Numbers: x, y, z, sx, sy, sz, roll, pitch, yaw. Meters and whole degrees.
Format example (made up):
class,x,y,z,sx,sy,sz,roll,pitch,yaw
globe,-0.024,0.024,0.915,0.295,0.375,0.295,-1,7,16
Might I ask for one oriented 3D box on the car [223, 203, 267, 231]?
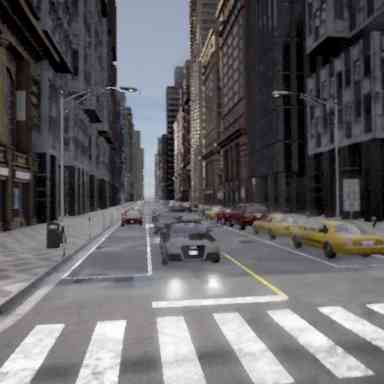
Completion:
class,x,y,z,sx,sy,sz,roll,pitch,yaw
car,4.099,1.753,24.413,2.192,1.841,5.009,-1,-1,-8

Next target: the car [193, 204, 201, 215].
class,x,y,z,sx,sy,sz,roll,pitch,yaw
car,1.807,2.346,41.053,2.008,1.369,4.403,-1,-1,-8

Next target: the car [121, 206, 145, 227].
class,x,y,z,sx,sy,sz,roll,pitch,yaw
car,-5.106,2.173,28.774,1.887,1.381,4.507,-1,-1,-8

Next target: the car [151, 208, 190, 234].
class,x,y,z,sx,sy,sz,roll,pitch,yaw
car,-1.564,2.030,22.638,1.994,1.385,4.181,0,-1,-8

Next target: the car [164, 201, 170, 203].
class,x,y,z,sx,sy,sz,roll,pitch,yaw
car,-3.647,2.861,61.129,1.895,1.301,4.718,0,-1,-8

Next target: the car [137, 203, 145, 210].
class,x,y,z,sx,sy,sz,roll,pitch,yaw
car,-11.226,3.170,73.159,1.802,1.307,4.206,-1,-1,-8

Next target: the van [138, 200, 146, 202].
class,x,y,z,sx,sy,sz,roll,pitch,yaw
van,-9.699,2.688,62.068,1.690,1.788,3.998,-1,-1,-8

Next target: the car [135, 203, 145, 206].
class,x,y,z,sx,sy,sz,roll,pitch,yaw
car,-7.400,2.568,45.418,1.802,1.307,4.206,-1,-1,-8

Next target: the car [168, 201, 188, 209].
class,x,y,z,sx,sy,sz,roll,pitch,yaw
car,-2.225,2.541,50.815,1.837,1.490,4.892,0,-1,-8

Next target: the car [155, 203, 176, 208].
class,x,y,z,sx,sy,sz,roll,pitch,yaw
car,-2.978,2.192,32.930,1.837,1.490,4.892,0,-1,-8

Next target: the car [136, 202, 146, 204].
class,x,y,z,sx,sy,sz,roll,pitch,yaw
car,-8.165,2.688,50.966,1.802,1.307,4.206,-1,-1,-8

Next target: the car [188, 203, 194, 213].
class,x,y,z,sx,sy,sz,roll,pitch,yaw
car,0.277,2.601,52.149,1.947,1.339,4.313,-1,-1,-8

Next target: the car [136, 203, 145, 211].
class,x,y,z,sx,sy,sz,roll,pitch,yaw
car,-10.438,2.989,67.444,1.752,1.417,4.829,-1,-1,-8

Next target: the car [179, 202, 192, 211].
class,x,y,z,sx,sy,sz,roll,pitch,yaw
car,-1.255,2.716,63.247,1.967,1.590,4.097,-1,-1,-8

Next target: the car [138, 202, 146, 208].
class,x,y,z,sx,sy,sz,roll,pitch,yaw
car,-13.523,3.392,89.807,1.967,1.590,4.097,-1,-1,-8

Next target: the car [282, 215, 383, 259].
class,x,y,z,sx,sy,sz,roll,pitch,yaw
car,5.608,1.729,13.482,1.752,1.417,4.829,-1,-1,-8

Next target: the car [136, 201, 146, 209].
class,x,y,z,sx,sy,sz,roll,pitch,yaw
car,-11.995,3.024,78.713,2.192,1.841,5.009,-1,-1,-8

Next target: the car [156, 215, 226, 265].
class,x,y,z,sx,sy,sz,roll,pitch,yaw
car,-0.196,1.818,12.711,1.994,1.385,4.181,0,-1,-7

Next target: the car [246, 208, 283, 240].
class,x,y,z,sx,sy,sz,roll,pitch,yaw
car,4.843,1.848,19.030,1.752,1.417,4.829,-1,-1,-8

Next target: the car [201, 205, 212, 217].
class,x,y,z,sx,sy,sz,roll,pitch,yaw
car,2.548,2.205,35.674,1.752,1.417,4.829,-1,-1,-8

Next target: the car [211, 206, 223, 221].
class,x,y,z,sx,sy,sz,roll,pitch,yaw
car,3.337,2.102,29.957,1.887,1.381,4.507,-1,-1,-8

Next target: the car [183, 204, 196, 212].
class,x,y,z,sx,sy,sz,roll,pitch,yaw
car,-0.488,2.737,57.697,1.802,1.307,4.206,-1,-1,-8
